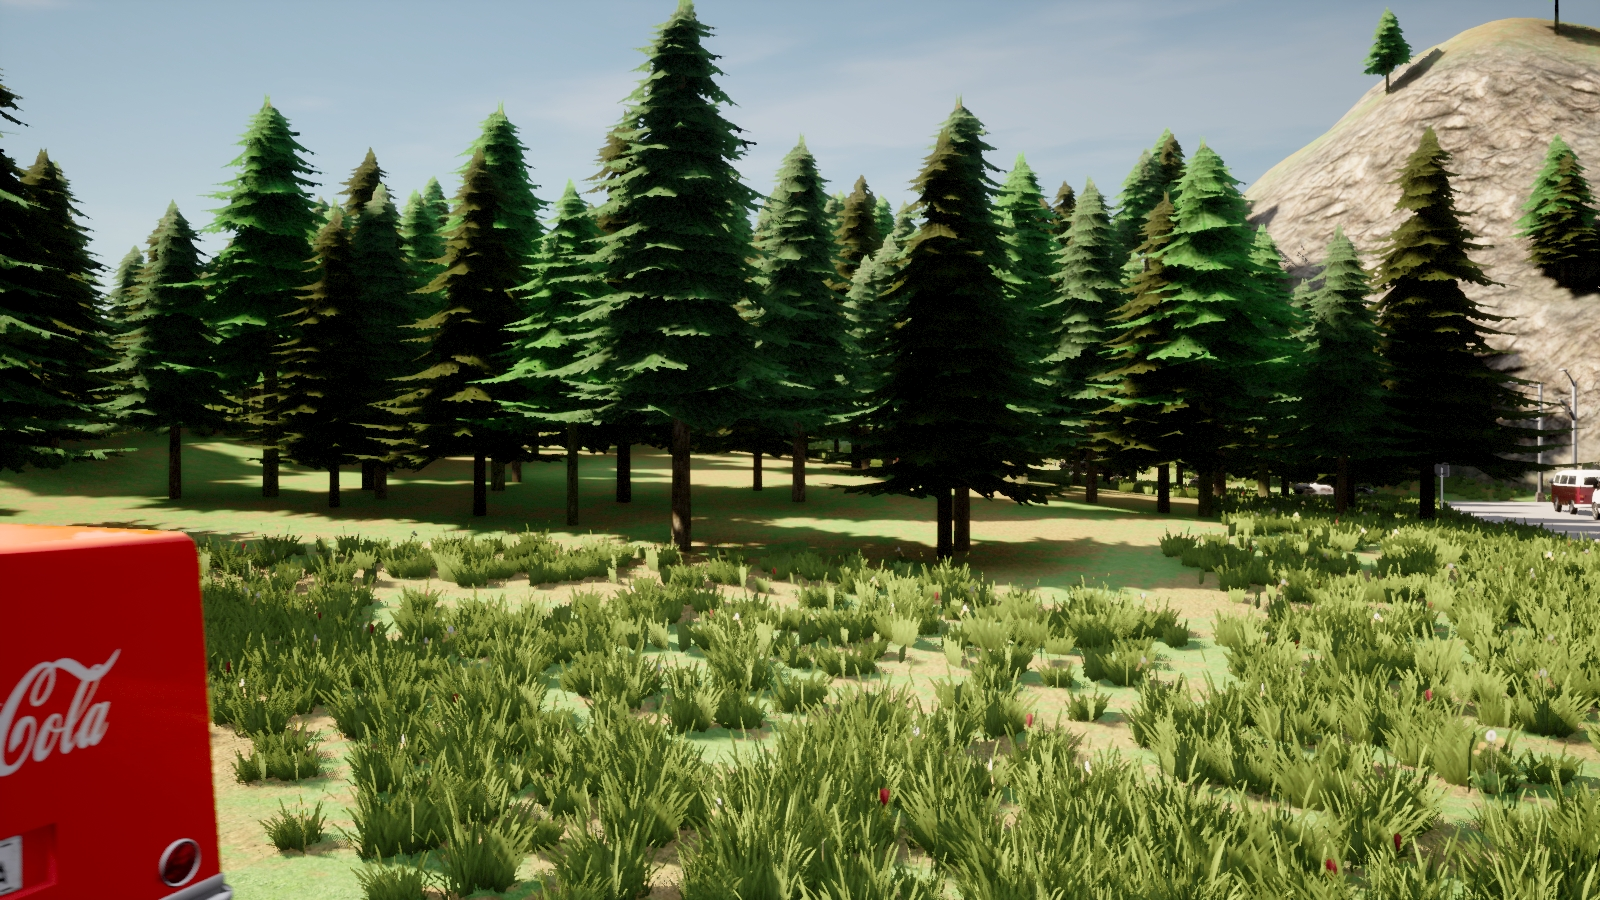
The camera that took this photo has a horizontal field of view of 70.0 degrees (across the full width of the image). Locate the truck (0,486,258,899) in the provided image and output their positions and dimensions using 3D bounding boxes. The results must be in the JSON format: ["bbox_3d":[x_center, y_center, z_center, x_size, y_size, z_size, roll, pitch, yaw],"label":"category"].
[{"bbox_3d":[-5.604,1.429,5.362,5.204,2.467,2.627,0,0,20],"label":"truck"}]

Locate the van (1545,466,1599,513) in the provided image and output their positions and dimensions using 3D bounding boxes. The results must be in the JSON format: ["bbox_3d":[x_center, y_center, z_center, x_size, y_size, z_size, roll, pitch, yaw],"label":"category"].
[{"bbox_3d":[36.159,1.782,52.642,2.069,2.038,4.480,0,0,20],"label":"van"}]

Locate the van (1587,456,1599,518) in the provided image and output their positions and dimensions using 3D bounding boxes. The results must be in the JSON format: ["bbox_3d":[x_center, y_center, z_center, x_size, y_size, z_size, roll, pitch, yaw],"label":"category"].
[{"bbox_3d":[33.726,1.534,45.978,1.988,2.561,5.915,0,0,20],"label":"van"}]
